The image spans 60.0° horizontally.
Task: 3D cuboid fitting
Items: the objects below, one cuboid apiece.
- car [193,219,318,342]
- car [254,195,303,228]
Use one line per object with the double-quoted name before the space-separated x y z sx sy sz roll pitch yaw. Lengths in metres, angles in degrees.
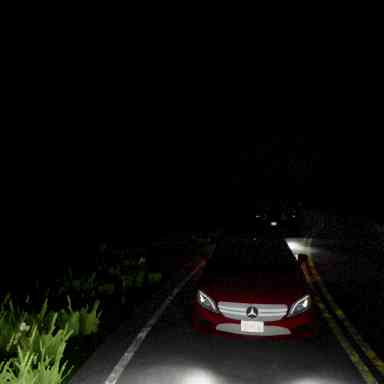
"car" 1.229 1.534 6.727 1.812 1.442 4.674 -1 0 11
"car" 5.084 1.212 19.091 2.150 2.045 5.566 -2 -1 22
